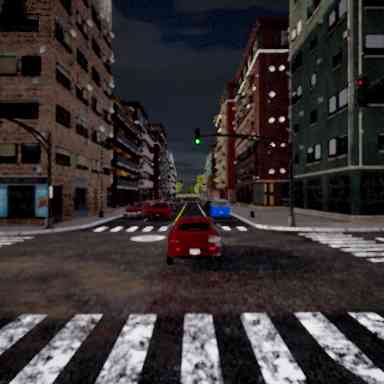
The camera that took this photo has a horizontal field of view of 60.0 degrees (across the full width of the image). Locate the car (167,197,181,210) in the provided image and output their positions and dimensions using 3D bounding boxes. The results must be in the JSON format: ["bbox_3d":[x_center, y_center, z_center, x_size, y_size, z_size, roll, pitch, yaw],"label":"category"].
[{"bbox_3d":[-2.827,1.793,42.061,2.128,1.511,4.902,0,0,0],"label":"car"}]

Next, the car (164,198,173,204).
[{"bbox_3d":[-5.264,2.110,75.893,1.802,1.307,4.206,0,0,0],"label":"car"}]

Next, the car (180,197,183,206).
[{"bbox_3d":[-2.737,1.796,63.355,2.097,1.767,4.553,0,0,0],"label":"car"}]

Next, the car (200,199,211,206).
[{"bbox_3d":[2.581,2.037,64.606,1.802,1.307,4.206,0,0,0],"label":"car"}]

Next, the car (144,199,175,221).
[{"bbox_3d":[-2.836,1.696,30.176,1.882,1.535,5.008,0,0,0],"label":"car"}]

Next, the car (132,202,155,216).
[{"bbox_3d":[-5.273,1.809,36.755,1.887,1.381,4.507,0,0,0],"label":"car"}]

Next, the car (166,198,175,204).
[{"bbox_3d":[-5.262,2.129,81.493,1.947,1.339,4.313,0,0,0],"label":"car"}]

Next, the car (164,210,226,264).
[{"bbox_3d":[0.091,1.599,12.086,1.812,1.442,4.674,-1,0,0],"label":"car"}]

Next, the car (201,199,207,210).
[{"bbox_3d":[2.576,1.908,47.805,1.947,1.339,4.313,0,0,0],"label":"car"}]

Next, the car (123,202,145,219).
[{"bbox_3d":[-5.274,1.807,31.167,1.802,1.307,4.206,0,0,0],"label":"car"}]

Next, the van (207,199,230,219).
[{"bbox_3d":[2.572,1.566,31.005,1.690,1.788,3.998,0,0,0],"label":"van"}]

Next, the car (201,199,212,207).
[{"bbox_3d":[2.580,1.944,59.176,1.752,1.417,4.829,0,0,0],"label":"car"}]
